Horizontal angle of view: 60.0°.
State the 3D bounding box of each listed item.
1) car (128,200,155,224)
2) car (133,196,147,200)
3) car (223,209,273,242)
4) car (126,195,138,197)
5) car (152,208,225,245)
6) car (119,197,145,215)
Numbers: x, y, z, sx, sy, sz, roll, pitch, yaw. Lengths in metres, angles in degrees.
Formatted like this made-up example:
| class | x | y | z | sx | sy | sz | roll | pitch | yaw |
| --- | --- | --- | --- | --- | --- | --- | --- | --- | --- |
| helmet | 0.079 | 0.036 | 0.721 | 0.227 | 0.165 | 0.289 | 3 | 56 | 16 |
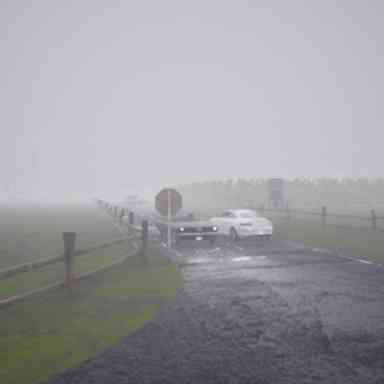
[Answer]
| class | x | y | z | sx | sy | sz | roll | pitch | yaw |
| --- | --- | --- | --- | --- | --- | --- | --- | --- | --- |
| car | -3.470 | 1.599 | 25.620 | 1.812 | 1.442 | 4.674 | 0 | 0 | -18 |
| car | -7.081 | 1.690 | 46.412 | 1.837 | 1.490 | 4.892 | 0 | 0 | -17 |
| car | 2.342 | 1.576 | 16.799 | 1.812 | 1.442 | 4.674 | 0 | 0 | -18 |
| car | -10.173 | 1.449 | 55.895 | 2.150 | 2.045 | 5.566 | 0 | 0 | -18 |
| car | -0.362 | 1.629 | 15.884 | 1.895 | 1.301 | 4.718 | 0 | 0 | -18 |
| car | -6.670 | 1.624 | 35.619 | 1.837 | 1.490 | 4.892 | 0 | -1 | -18 |
